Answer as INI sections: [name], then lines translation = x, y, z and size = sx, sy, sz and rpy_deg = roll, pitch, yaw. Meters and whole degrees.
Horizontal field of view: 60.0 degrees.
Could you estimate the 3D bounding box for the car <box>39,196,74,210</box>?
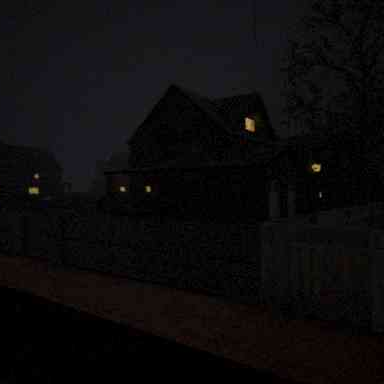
[car]
translation = -14.237, 1.146, 33.552
size = 1.812, 1.442, 4.674
rpy_deg = 1, 2, 36
